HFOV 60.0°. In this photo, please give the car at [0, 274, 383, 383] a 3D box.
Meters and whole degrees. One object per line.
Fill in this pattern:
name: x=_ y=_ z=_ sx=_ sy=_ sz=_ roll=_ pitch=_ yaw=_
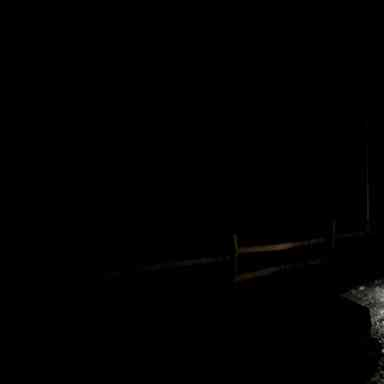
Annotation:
car: x=-0.415 y=1.544 z=2.761 sx=5.357 sy=1.411 sz=2.033 roll=0 pitch=0 yaw=-38
